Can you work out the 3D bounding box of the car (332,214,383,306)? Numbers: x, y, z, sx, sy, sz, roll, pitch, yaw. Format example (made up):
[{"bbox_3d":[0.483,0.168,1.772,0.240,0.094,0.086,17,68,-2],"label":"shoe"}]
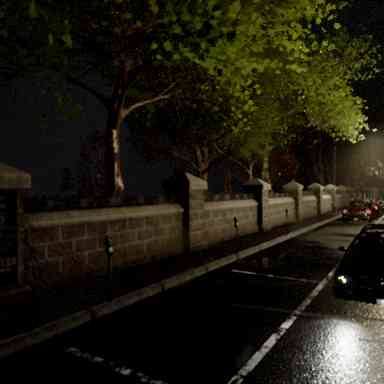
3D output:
[{"bbox_3d":[4.761,1.501,7.926,2.033,1.411,5.357,-1,0,33],"label":"car"}]

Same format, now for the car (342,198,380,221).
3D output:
[{"bbox_3d":[12.223,1.320,24.259,1.967,1.590,4.097,-1,0,33],"label":"car"}]

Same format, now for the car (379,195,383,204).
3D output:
[{"bbox_3d":[33.608,1.245,57.364,2.008,1.369,4.403,-1,0,33],"label":"car"}]

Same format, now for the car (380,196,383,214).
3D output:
[{"bbox_3d":[15.276,1.293,28.987,1.967,1.590,4.097,-1,0,33],"label":"car"}]
